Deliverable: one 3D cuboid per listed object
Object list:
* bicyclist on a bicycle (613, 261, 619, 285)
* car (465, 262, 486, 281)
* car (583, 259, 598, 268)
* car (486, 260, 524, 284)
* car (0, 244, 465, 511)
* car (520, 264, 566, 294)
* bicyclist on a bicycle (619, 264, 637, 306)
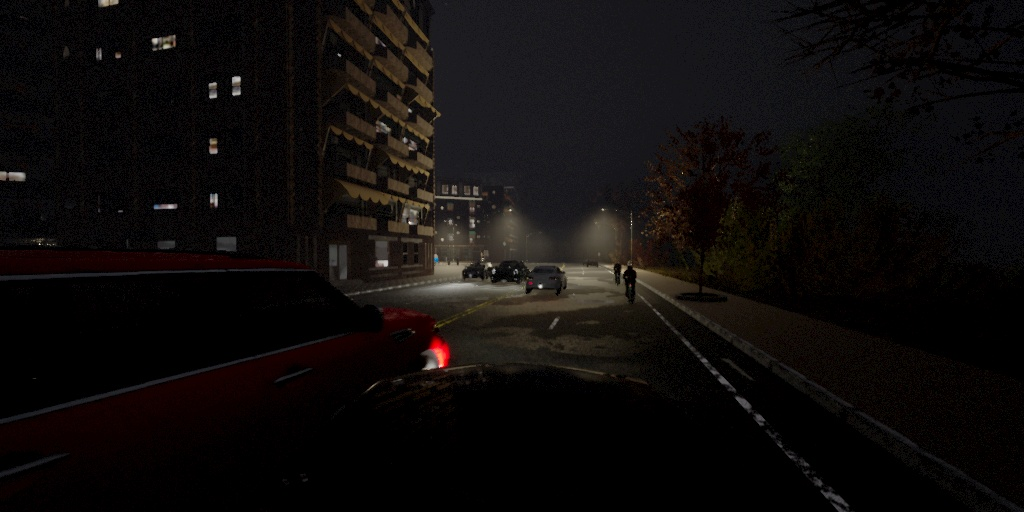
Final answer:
[{"bbox_3d":[6.927,1.188,23.525,0.582,1.620,1.656,0,0,13],"label":"bicyclist on a bicycle"},{"bbox_3d":[-2.653,1.229,29.871,2.128,1.511,4.902,0,0,13],"label":"car"},{"bbox_3d":[13.749,1.175,61.693,1.882,1.535,5.008,0,0,10],"label":"car"},{"bbox_3d":[-0.086,1.088,26.490,2.097,1.767,4.553,0,0,13],"label":"car"},{"bbox_3d":[-2.429,0.971,2.464,2.150,2.045,5.566,0,0,15],"label":"car"},{"bbox_3d":[1.958,1.265,20.045,1.812,1.442,4.674,0,0,13],"label":"car"},{"bbox_3d":[4.838,1.194,14.681,0.582,1.620,1.656,0,0,14],"label":"bicyclist on a bicycle"}]
